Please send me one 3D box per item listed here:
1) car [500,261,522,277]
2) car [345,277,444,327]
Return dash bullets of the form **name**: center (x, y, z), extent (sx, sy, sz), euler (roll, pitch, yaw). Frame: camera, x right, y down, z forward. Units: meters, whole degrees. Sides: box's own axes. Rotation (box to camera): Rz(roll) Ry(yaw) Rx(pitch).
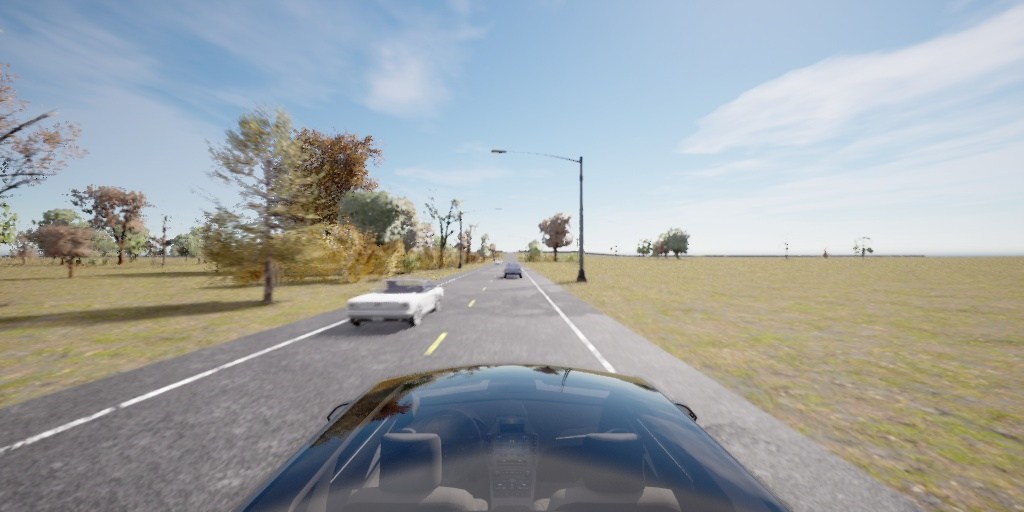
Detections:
- **car**: center (0.097, 1.444, 37.046), extent (2.033, 1.411, 5.357), euler (0, 0, 0)
- **car**: center (-3.597, 1.396, 11.820), extent (1.895, 1.301, 4.718), euler (0, 0, 0)
